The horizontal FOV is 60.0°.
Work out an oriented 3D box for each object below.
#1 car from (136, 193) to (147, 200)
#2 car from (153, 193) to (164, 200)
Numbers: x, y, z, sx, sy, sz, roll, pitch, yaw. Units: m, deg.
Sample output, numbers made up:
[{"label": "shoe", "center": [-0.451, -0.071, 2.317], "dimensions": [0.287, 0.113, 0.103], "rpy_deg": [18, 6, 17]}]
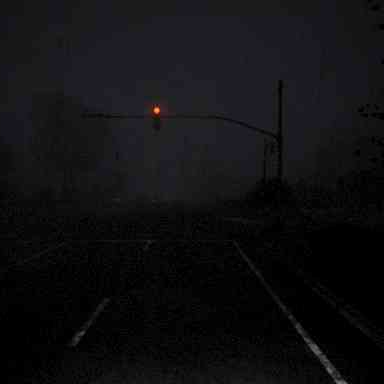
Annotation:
[{"label": "car", "center": [-10.477, 0.980, 69.488], "dimensions": [1.882, 1.535, 5.008], "rpy_deg": [0, -1, 0]}, {"label": "car", "center": [-6.977, 1.003, 69.486], "dimensions": [1.837, 1.490, 4.892], "rpy_deg": [0, -1, 0]}]
